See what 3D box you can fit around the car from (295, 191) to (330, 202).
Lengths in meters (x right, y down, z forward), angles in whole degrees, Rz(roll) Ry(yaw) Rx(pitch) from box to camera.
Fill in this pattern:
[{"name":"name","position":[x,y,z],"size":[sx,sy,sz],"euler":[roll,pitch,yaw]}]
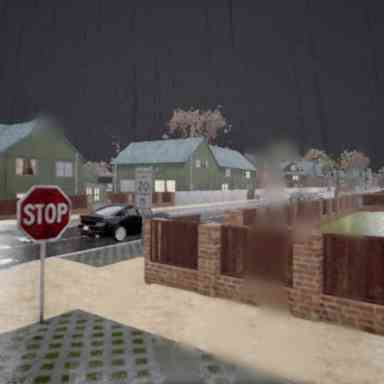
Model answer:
[{"name":"car","position":[14.789,0.811,40.665],"size":[2.033,1.411,5.357],"euler":[2,2,36]}]

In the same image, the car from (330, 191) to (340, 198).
[{"name":"car","position":[20.283,0.615,48.527],"size":[1.812,1.442,4.674],"euler":[2,2,35]}]

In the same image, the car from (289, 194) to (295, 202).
[{"name":"car","position":[15.149,0.645,46.029],"size":[2.033,1.411,5.357],"euler":[2,2,35]}]

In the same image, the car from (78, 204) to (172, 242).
[{"name":"car","position":[-2.928,1.286,15.700],"size":[1.882,1.535,5.008],"euler":[2,2,35]}]
